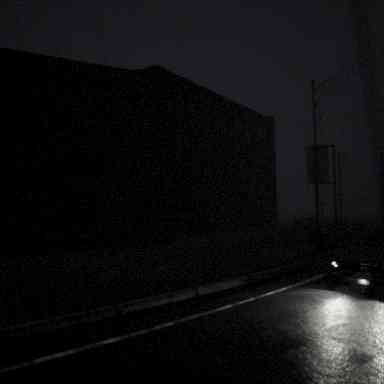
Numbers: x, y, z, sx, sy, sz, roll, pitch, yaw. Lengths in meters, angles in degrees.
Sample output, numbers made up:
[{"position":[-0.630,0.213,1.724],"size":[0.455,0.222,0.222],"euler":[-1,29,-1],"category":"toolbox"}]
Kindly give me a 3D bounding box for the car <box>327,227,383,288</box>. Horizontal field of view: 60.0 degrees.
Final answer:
[{"position":[5.790,1.744,9.607],"size":[2.033,1.411,5.357],"euler":[-1,-2,44],"category":"car"}]
